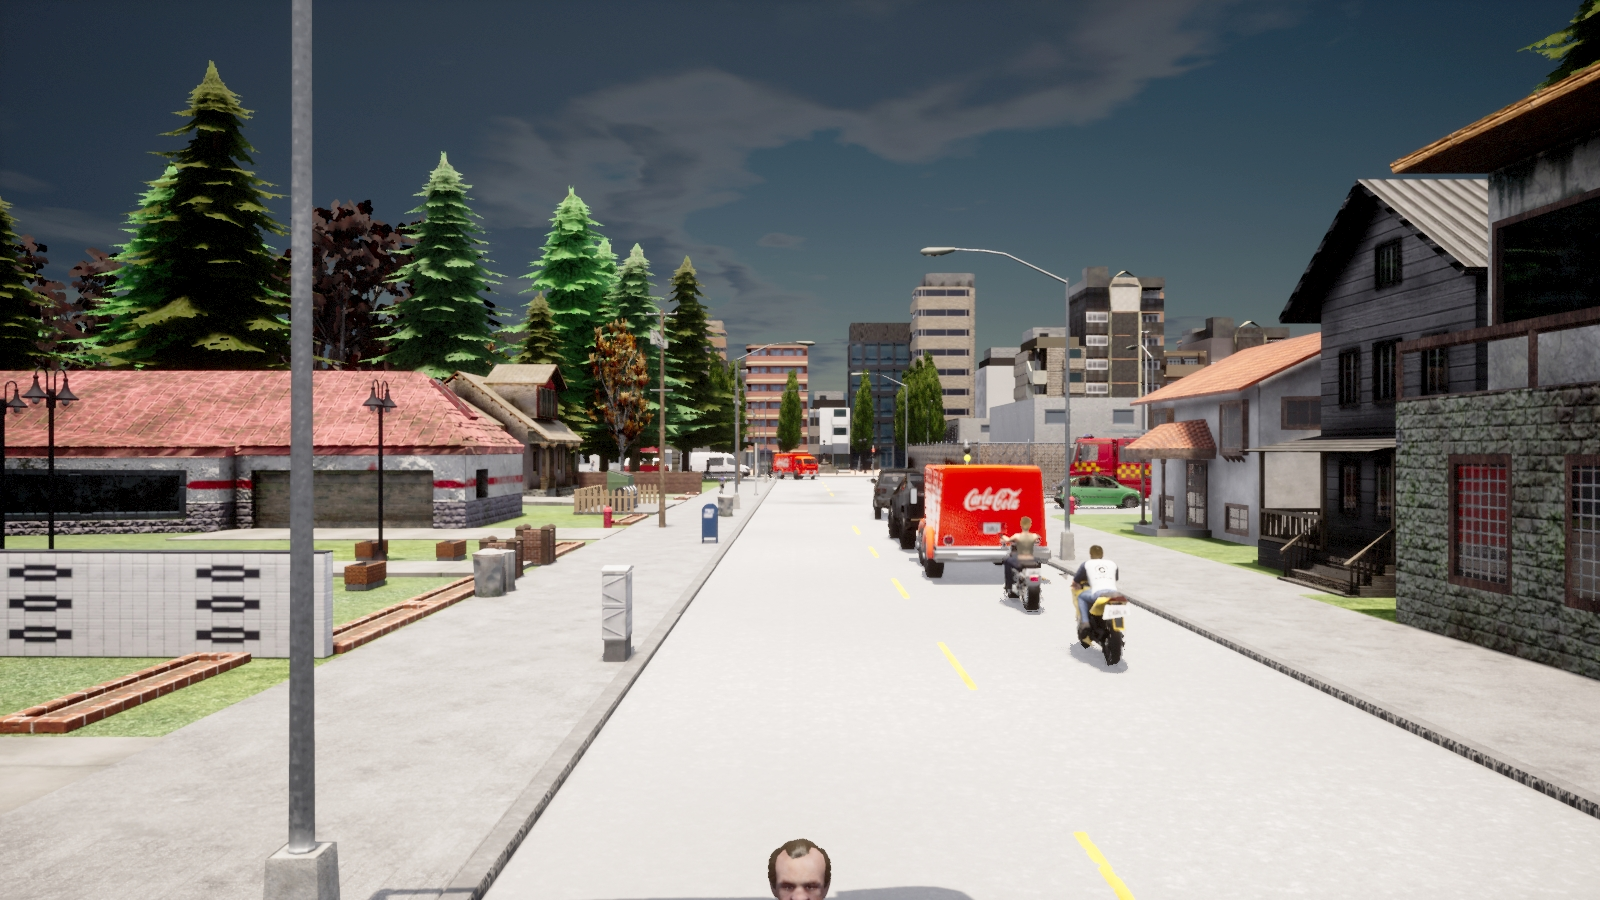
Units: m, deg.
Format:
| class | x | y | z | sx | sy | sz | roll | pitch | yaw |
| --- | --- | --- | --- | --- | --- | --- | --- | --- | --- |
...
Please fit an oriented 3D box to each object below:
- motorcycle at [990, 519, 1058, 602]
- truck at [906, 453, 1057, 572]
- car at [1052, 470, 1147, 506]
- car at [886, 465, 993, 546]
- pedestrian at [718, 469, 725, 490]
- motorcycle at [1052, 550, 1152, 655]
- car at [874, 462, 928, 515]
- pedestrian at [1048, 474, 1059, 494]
| class | x | y | z | sx | sy | sz | roll | pitch | yaw |
| --- | --- | --- | --- | --- | --- | --- | --- | --- | --- |
| motorcycle | 3.997 | 1.949 | 20.588 | 0.764 | 1.277 | 2.356 | 0 | 0 | 0 |
| truck | 3.998 | 1.337 | 26.311 | 2.627 | 2.467 | 5.204 | 0 | -1 | 0 |
| car | 14.137 | 1.779 | 54.040 | 3.988 | 1.617 | 1.851 | 0 | 0 | 0 |
| car | 3.989 | 1.534 | 33.871 | 2.390 | 2.098 | 6.274 | 0 | 0 | 0 |
| pedestrian | -4.839 | 1.803 | 70.703 | 0.375 | 1.300 | 0.375 | 0 | 0 | 3 |
| motorcycle | 3.996 | 1.993 | 15.296 | 0.803 | 1.145 | 2.033 | 0 | 0 | 0 |
| car | 4.210 | 1.560 | 48.311 | 2.150 | 2.045 | 5.566 | 0 | 0 | 4 |
| pedestrian | 14.022 | 1.896 | 63.262 | 0.500 | 1.100 | 0.500 | 0 | 0 | 3 |
